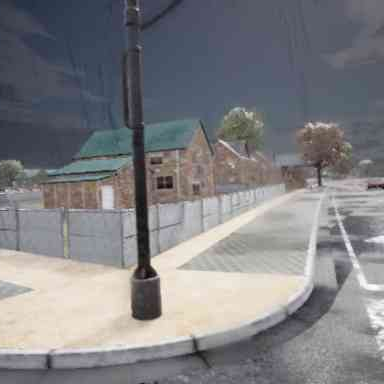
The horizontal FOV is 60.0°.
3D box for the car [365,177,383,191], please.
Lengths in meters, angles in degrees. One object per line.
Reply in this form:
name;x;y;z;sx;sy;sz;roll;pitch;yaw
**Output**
car;23.004;-1.061;41.919;1.882;1.535;5.008;-2;2;23
